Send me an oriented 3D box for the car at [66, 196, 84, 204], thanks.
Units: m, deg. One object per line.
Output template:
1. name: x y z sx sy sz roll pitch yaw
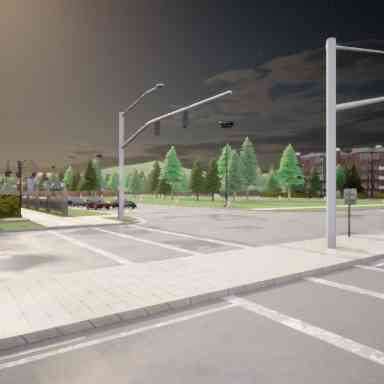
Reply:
1. car: -22.172 1.478 62.643 1.882 1.535 5.008 0 0 -35

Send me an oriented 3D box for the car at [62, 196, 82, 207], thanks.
1. car: -17.562 1.504 50.245 1.837 1.490 4.892 0 0 -36

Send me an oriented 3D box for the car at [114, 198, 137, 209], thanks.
1. car: -9.367 1.547 44.912 2.033 1.411 5.357 0 0 -36

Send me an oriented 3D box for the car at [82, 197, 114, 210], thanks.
1. car: -12.154 1.601 42.802 1.895 1.301 4.718 0 0 -36

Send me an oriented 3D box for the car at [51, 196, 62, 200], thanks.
1. car: -23.904 1.506 59.034 1.837 1.490 4.892 0 0 -36

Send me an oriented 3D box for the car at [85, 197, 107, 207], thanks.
1. car: -15.438 1.505 53.282 1.837 1.490 4.892 0 0 -36
